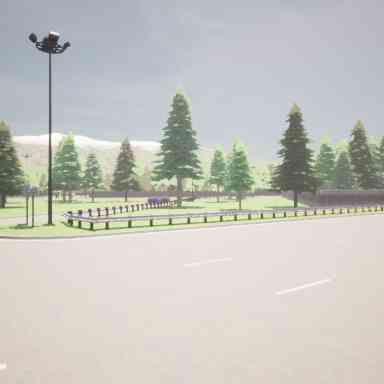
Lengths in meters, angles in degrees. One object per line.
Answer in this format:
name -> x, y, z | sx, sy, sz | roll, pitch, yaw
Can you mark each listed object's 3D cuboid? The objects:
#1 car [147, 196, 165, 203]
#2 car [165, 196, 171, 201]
car -> -6.614, 1.481, 59.438 | 1.882, 1.535, 5.008 | 0, 0, 5
car -> -5.636, 1.529, 69.476 | 1.812, 1.442, 4.674 | 0, 0, 5
